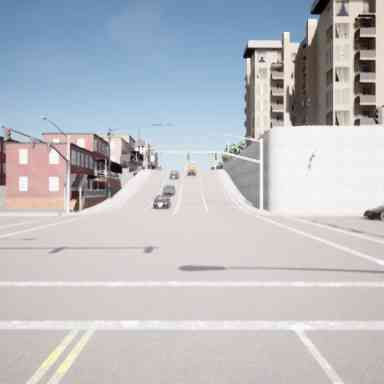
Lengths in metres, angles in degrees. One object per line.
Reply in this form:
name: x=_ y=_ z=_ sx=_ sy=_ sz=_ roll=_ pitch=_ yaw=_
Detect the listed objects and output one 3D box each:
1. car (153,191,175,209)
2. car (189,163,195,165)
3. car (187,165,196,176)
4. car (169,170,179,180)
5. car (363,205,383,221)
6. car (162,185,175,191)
car: x=-3.621 y=1.113 z=40.396 sx=2.128 sy=1.511 sz=4.902 roll=0 pitch=4 yaw=0
car: x=-0.065 y=-6.288 z=81.522 sx=2.097 sy=1.767 sz=4.553 roll=0 pitch=5 yaw=0
car: x=-0.057 y=-4.365 z=71.654 sx=1.895 sy=1.301 sz=4.718 roll=0 pitch=12 yaw=0
car: x=-3.570 y=-3.511 z=67.233 sx=2.128 sy=1.511 sz=4.902 roll=0 pitch=12 yaw=0
car: x=16.107 y=1.559 z=26.656 sx=4.181 sy=1.385 sz=1.994 roll=0 pitch=0 yaw=0
car: x=-3.620 y=-0.333 z=52.313 sx=2.033 sy=1.411 sz=5.357 roll=0 pitch=10 yaw=0
